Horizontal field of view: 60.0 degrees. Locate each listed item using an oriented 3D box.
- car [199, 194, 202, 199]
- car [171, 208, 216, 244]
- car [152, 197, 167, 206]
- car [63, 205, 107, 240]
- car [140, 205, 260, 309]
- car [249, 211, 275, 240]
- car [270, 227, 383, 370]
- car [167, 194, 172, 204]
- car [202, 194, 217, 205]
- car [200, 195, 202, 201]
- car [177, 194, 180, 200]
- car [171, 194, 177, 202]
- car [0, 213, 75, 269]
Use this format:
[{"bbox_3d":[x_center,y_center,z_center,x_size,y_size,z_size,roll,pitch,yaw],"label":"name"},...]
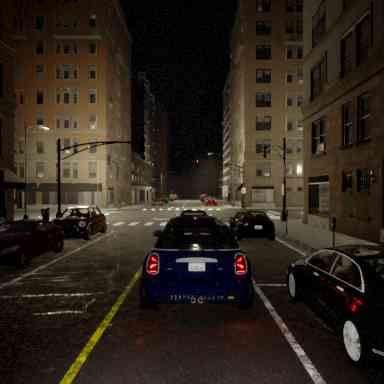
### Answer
[{"bbox_3d":[3.133,1.523,75.264,1.967,1.590,4.097,0,0,0],"label":"car"},{"bbox_3d":[0.089,1.564,16.610,1.994,1.385,4.181,0,0,1],"label":"car"},{"bbox_3d":[-5.490,1.617,53.665,1.802,1.307,4.206,0,0,0],"label":"car"},{"bbox_3d":[-5.626,1.441,16.562,1.967,1.590,4.097,0,0,0],"label":"car"},{"bbox_3d":[0.099,1.352,8.027,2.097,1.767,4.553,0,0,0],"label":"car"},{"bbox_3d":[2.899,1.566,16.538,1.947,1.339,4.313,0,0,0],"label":"car"},{"bbox_3d":[2.869,1.551,5.536,2.008,1.369,4.403,0,0,0],"label":"car"},{"bbox_3d":[-5.440,1.606,64.481,2.008,1.369,4.403,0,0,0],"label":"car"},{"bbox_3d":[3.034,1.476,53.628,1.967,1.590,4.097,0,0,0],"label":"car"},{"bbox_3d":[3.084,1.606,64.446,2.008,1.369,4.403,0,0,0],"label":"car"},{"bbox_3d":[-5.319,1.456,91.525,2.192,1.841,5.009,0,0,0],"label":"car"},{"bbox_3d":[-5.368,1.625,80.537,1.752,1.417,4.829,0,0,0],"label":"car"},{"bbox_3d":[-5.641,1.582,11.061,1.802,1.307,4.206,0,0,0],"label":"car"}]
